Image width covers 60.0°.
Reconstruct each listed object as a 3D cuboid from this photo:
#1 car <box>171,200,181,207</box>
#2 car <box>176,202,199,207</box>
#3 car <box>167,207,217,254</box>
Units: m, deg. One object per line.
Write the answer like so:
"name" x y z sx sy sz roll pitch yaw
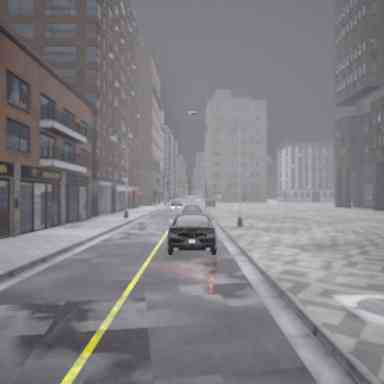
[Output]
"car" -3.051 2.191 65.012 1.994 1.385 4.181 0 -1 1
"car" -0.006 1.816 27.539 2.033 1.411 5.357 0 -1 0
"car" 0.019 1.617 14.270 1.882 1.535 5.008 0 0 0
